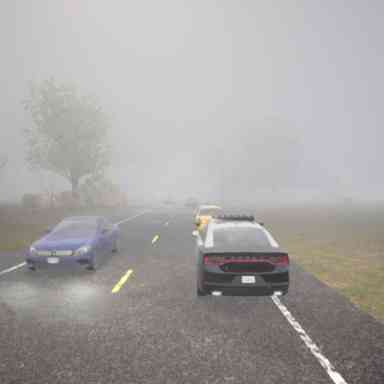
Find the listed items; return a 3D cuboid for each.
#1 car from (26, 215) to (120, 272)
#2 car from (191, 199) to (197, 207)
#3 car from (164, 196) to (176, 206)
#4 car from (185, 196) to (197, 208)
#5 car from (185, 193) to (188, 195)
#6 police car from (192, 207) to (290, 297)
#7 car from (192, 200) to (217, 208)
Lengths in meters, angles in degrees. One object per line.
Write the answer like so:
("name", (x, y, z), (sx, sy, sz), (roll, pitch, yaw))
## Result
("car", (-3.603, 1.522, 10.955), (1.812, 1.442, 4.674), (0, 0, 0))
("car", (1.043, 1.512, 24.654), (1.812, 1.442, 4.674), (0, 0, 0))
("car", (-3.601, 1.442, 54.900), (1.837, 1.490, 4.892), (0, 0, 0))
("car", (0.020, 1.517, 46.613), (1.994, 1.385, 4.181), (0, 0, 1))
("car", (-0.005, 1.430, 60.280), (1.837, 1.490, 4.892), (0, 0, 0))
("police car", (1.048, 1.422, 8.763), (1.930, 1.638, 5.238), (0, 0, 0))
("car", (1.045, 1.446, 18.843), (1.801, 1.575, 5.366), (0, 0, 0))
